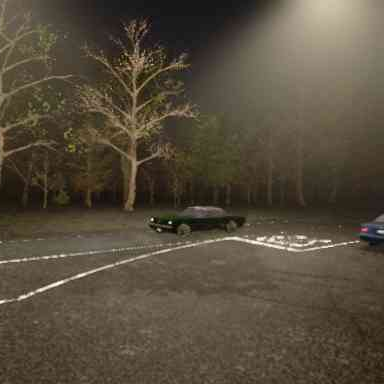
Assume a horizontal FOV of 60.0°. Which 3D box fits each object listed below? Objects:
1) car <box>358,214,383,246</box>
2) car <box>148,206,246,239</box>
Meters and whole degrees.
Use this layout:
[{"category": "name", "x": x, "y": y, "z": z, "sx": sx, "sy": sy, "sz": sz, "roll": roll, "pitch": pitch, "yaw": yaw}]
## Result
[{"category": "car", "x": 8.990, "y": 1.551, "z": 13.864, "sx": 5.357, "sy": 1.411, "sz": 2.033, "roll": 1, "pitch": 1, "yaw": -38}, {"category": "car", "x": 0.317, "y": 1.370, "z": 15.919, "sx": 4.718, "sy": 1.301, "sz": 1.895, "roll": 1, "pitch": 1, "yaw": -38}]
